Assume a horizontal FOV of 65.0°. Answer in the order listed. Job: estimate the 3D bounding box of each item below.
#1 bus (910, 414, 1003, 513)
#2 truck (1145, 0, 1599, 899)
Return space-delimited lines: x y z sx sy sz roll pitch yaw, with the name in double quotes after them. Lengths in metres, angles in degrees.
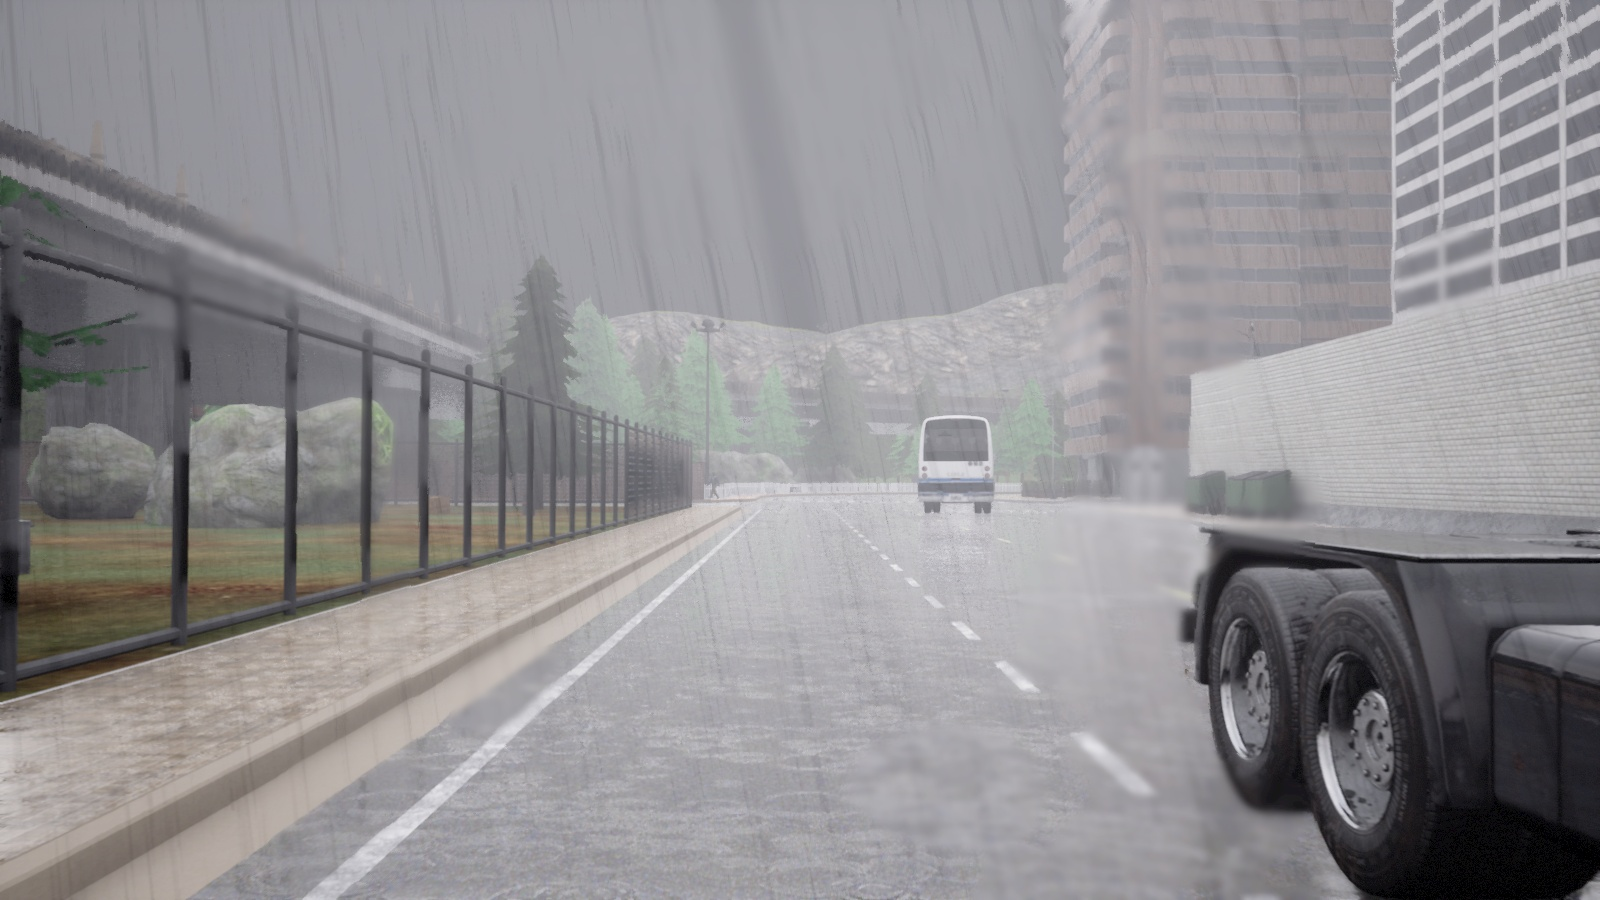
7.510 0.735 59.329 3.944 4.253 10.273 -1 -2 9 "bus"
3.487 -0.099 3.363 2.891 3.462 7.936 0 -1 0 "truck"
